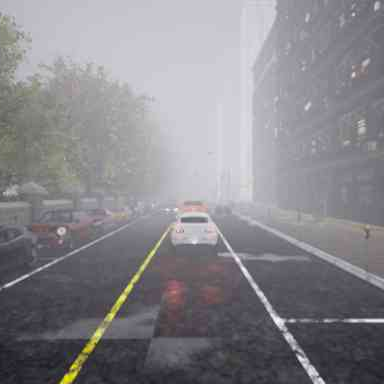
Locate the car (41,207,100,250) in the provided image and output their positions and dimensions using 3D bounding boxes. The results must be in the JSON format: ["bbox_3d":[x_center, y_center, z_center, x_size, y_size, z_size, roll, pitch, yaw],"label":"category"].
[{"bbox_3d":[-5.654,1.484,14.290,1.967,1.590,4.097,0,0,0],"label":"car"}]

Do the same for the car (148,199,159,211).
[{"bbox_3d":[-5.660,1.684,41.982,2.008,1.369,4.403,0,0,0],"label":"car"}]

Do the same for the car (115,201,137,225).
[{"bbox_3d":[-5.626,1.603,25.197,1.752,1.417,4.829,0,0,0],"label":"car"}]

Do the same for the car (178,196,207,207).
[{"bbox_3d":[0.139,1.440,29.013,2.097,1.767,4.553,0,0,0],"label":"car"}]

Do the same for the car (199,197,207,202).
[{"bbox_3d":[2.910,1.866,85.418,1.947,1.339,4.313,0,0,0],"label":"car"}]

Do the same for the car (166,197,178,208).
[{"bbox_3d":[-2.918,1.710,50.388,2.033,1.411,5.357,0,0,1],"label":"car"}]

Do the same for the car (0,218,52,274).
[{"bbox_3d":[-5.669,1.593,8.752,1.947,1.339,4.313,0,0,0],"label":"car"}]

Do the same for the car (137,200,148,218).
[{"bbox_3d":[-5.611,1.536,30.907,1.967,1.590,4.097,0,0,0],"label":"car"}]

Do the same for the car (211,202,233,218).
[{"bbox_3d":[2.769,1.646,30.887,2.008,1.369,4.403,0,0,0],"label":"car"}]

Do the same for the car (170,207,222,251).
[{"bbox_3d":[0.103,1.569,14.134,1.812,1.442,4.674,0,-1,0],"label":"car"}]

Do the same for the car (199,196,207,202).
[{"bbox_3d":[2.925,1.889,91.051,1.947,1.339,4.313,0,0,0],"label":"car"}]

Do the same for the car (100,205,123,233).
[{"bbox_3d":[-5.640,1.643,19.829,1.802,1.307,4.206,0,0,0],"label":"car"}]

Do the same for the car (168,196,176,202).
[{"bbox_3d":[-5.456,1.907,91.072,1.802,1.307,4.206,0,0,0],"label":"car"}]

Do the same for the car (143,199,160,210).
[{"bbox_3d":[-5.697,1.697,47.522,1.887,1.381,4.507,0,0,0],"label":"car"}]
